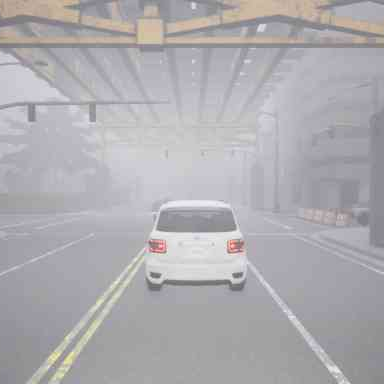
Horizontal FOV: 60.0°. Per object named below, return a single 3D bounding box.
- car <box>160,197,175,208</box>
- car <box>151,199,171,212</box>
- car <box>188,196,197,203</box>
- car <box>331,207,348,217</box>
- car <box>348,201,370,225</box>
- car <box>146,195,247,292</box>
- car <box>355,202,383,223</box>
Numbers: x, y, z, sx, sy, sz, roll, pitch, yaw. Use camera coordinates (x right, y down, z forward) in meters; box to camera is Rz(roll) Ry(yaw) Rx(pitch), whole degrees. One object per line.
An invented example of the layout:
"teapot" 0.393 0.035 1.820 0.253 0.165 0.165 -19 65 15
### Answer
"car" -3.572 1.478 49.247 1.882 1.535 5.008 0 0 0
"car" -3.585 1.564 38.819 1.994 1.385 4.181 0 0 -1
"car" 0.124 1.526 68.171 1.812 1.442 4.674 0 0 0
"car" 13.645 1.295 26.237 4.536 1.218 1.853 0 0 25
"car" 13.270 1.453 22.100 4.974 1.542 2.038 0 0 -20
"car" 0.082 1.222 9.051 2.150 2.045 5.566 0 0 0
"car" 13.318 1.295 22.118 4.536 1.218 1.853 0 0 -20
